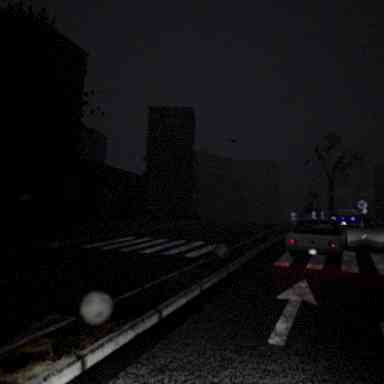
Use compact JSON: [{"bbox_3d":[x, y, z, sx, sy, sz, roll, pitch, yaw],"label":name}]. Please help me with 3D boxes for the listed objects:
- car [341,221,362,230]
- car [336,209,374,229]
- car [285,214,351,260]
[{"bbox_3d":[28.462,5.934,59.543,2.128,1.511,4.902,2,-4,9],"label":"car"},{"bbox_3d":[11.528,1.883,23.778,1.895,1.301,4.718,-2,-4,41],"label":"car"},{"bbox_3d":[5.167,1.788,13.427,1.895,1.301,4.718,0,0,27],"label":"car"}]
